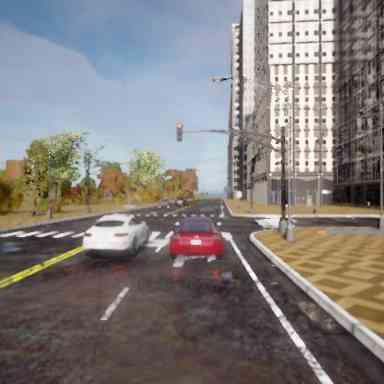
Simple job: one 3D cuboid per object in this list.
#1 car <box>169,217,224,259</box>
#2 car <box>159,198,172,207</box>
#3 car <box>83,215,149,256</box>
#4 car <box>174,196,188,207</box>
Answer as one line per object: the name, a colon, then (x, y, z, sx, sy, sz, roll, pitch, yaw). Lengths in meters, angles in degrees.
car: (0.239, 1.697, 13.324, 1.994, 1.385, 4.181, 0, 0, 3)
car: (-5.380, 2.017, 67.256, 2.097, 1.767, 4.553, 0, -1, 5)
car: (-2.991, 1.662, 13.765, 1.812, 1.442, 4.674, 0, 0, 3)
car: (-2.146, 1.884, 66.897, 2.150, 2.045, 5.566, 0, -1, 5)
